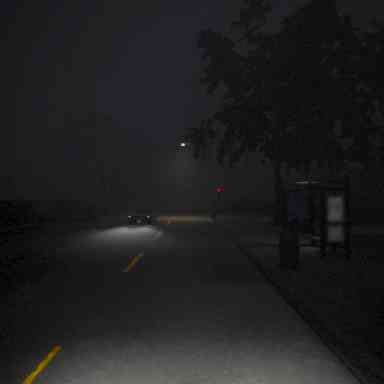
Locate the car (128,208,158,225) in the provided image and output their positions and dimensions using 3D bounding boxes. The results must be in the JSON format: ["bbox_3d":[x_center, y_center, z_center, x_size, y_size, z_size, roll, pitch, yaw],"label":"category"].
[{"bbox_3d":[-4.043,1.990,27.685,1.895,1.301,4.718,0,-1,0],"label":"car"}]

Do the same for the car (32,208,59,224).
[{"bbox_3d":[-12.887,1.704,24.777,5.357,1.415,2.033,0,-1,3],"label":"car"}]

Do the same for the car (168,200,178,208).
[{"bbox_3d":[-4.007,2.493,69.047,1.812,1.442,4.674,0,-1,0],"label":"car"}]
